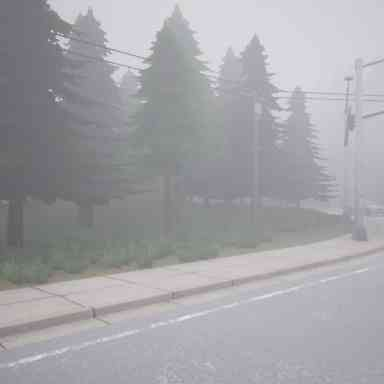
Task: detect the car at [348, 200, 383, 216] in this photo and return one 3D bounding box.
[{"bbox_3d":[17.232,1.526,32.822,1.812,1.442,4.674,0,0,-5],"label":"car"}]

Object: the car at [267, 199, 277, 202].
[{"bbox_3d":[12.533,1.501,46.615,1.837,1.490,4.892,0,1,-34],"label":"car"}]

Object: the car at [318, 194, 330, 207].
[{"bbox_3d":[16.700,1.221,46.948,2.150,2.045,5.566,0,0,-30],"label":"car"}]
